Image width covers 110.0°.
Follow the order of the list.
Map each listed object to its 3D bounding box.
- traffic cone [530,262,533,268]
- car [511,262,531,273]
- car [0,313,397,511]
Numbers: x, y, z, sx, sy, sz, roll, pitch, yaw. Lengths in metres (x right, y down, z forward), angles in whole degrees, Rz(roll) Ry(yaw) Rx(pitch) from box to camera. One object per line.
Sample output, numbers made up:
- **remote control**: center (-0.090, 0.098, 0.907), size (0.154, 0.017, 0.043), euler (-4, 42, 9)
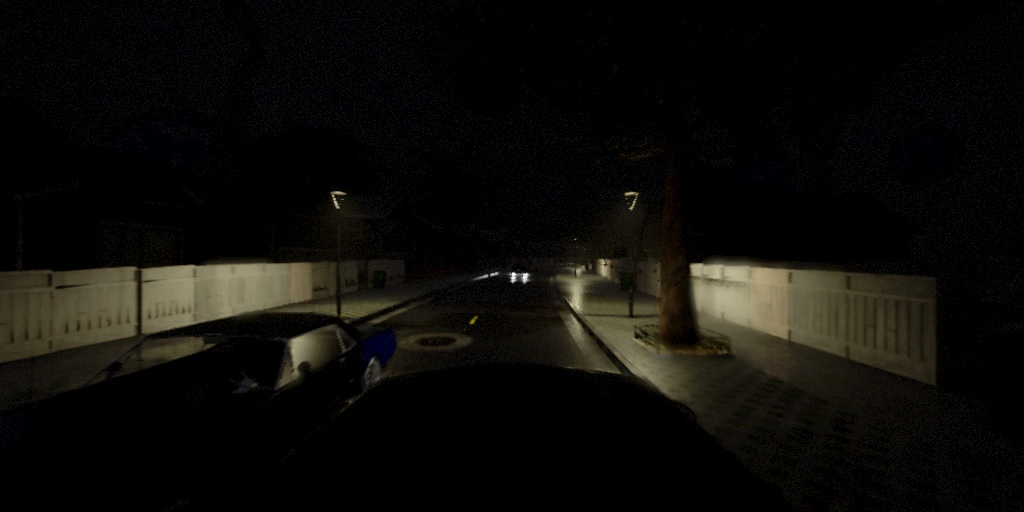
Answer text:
- **traffic cone**: center (3.409, 1.763, 60.682), size (0.340, 0.580, 0.340), euler (0, 0, 14)
- **car**: center (1.143, 1.375, 45.076), size (1.895, 1.301, 4.718), euler (0, 0, 11)
- **car**: center (-2.802, 1.345, 3.527), size (1.895, 1.301, 4.718), euler (0, 0, 1)
